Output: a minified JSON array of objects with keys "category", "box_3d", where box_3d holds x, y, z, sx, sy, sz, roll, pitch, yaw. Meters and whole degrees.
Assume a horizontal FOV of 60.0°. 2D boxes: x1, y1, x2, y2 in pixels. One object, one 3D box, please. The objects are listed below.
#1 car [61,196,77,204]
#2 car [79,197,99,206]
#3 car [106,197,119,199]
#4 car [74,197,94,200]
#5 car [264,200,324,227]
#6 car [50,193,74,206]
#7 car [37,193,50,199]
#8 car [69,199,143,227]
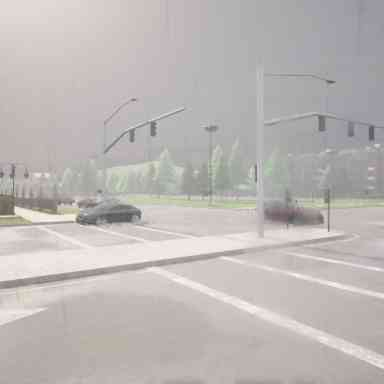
[{"category":"car","box_3d":[-24.318,1.551,65.665,1.994,1.385,4.181,0,0,-36]},{"category":"car","box_3d":[-17.367,1.564,55.971,1.994,1.385,4.181,0,0,-35]},{"category":"car","box_3d":[-11.342,1.491,47.647,2.128,1.511,4.902,0,0,-36]},{"category":"car","box_3d":[-14.149,1.601,45.552,1.895,1.301,4.718,0,0,-36]},{"category":"car","box_3d":[6.672,1.351,22.860,2.097,1.767,4.553,0,0,-36]},{"category":"car","box_3d":[-21.884,1.224,56.248,2.150,2.045,5.566,0,0,-35]},{"category":"car","box_3d":[-29.739,1.209,67.169,2.150,2.045,5.566,0,0,-36]},{"category":"car","box_3d":[-5.556,1.506,22.879,1.837,1.490,4.892,4,3,38]}]
